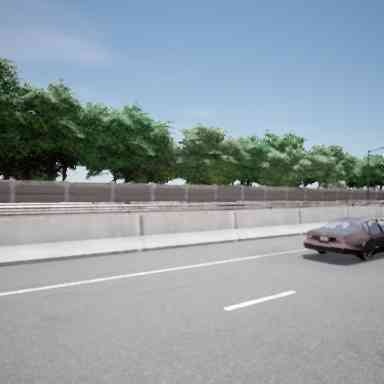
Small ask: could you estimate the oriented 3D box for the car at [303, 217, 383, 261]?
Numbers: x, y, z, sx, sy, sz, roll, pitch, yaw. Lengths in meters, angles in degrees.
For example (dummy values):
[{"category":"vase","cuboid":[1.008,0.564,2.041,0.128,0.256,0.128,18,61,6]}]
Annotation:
[{"category":"car","cuboid":[6.584,1.673,12.853,5.357,1.411,2.033,1,0,-35]}]
